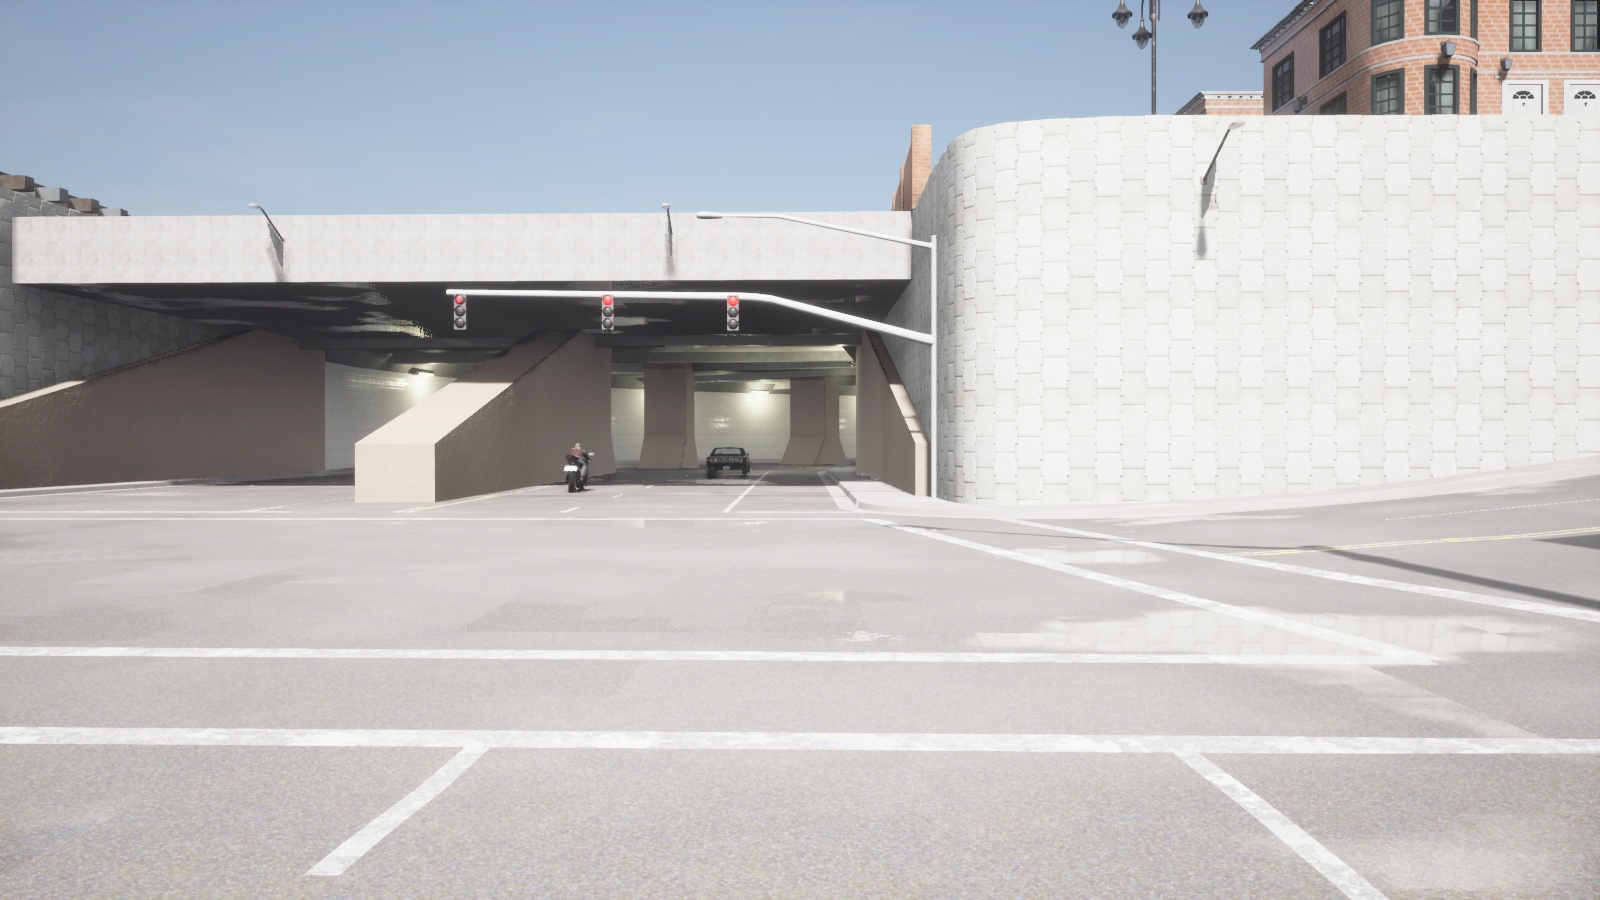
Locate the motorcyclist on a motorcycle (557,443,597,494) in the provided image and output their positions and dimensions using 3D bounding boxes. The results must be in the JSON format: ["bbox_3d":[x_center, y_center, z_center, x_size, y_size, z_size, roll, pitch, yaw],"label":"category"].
[{"bbox_3d":[-6.870,0.557,38.805,0.866,1.530,2.191,0,0,0],"label":"motorcyclist on a motorcycle"}]

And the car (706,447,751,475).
[{"bbox_3d":[-3.377,0.504,60.241,1.895,1.301,4.718,0,0,0],"label":"car"}]
